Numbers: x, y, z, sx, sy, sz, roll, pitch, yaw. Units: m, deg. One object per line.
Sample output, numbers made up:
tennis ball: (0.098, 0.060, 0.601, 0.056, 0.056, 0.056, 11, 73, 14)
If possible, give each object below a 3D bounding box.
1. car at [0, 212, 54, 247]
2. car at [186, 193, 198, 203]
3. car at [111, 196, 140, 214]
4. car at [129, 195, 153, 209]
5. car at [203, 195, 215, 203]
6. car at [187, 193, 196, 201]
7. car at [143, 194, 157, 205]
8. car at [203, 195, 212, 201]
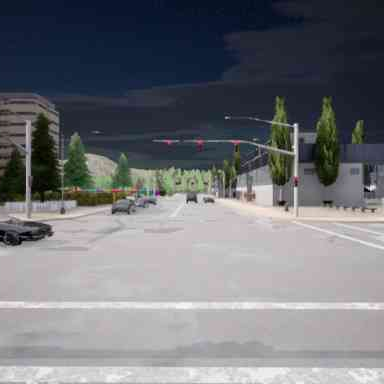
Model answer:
car: (-8.943, 1.546, 14.426, 5.357, 1.411, 2.033, 0, 0, 1)
car: (-0.037, 1.214, 66.181, 2.150, 2.045, 5.566, 0, 0, 0)
car: (-7.137, 1.501, 35.034, 1.837, 1.490, 4.892, 0, 0, 1)
car: (-7.114, 1.486, 45.482, 2.128, 1.511, 4.902, 0, 0, 0)
car: (3.462, 1.593, 66.557, 1.895, 1.301, 4.718, 0, 0, 0)
car: (-0.043, 1.201, 76.803, 2.097, 1.767, 4.553, 0, 0, 0)
car: (-7.110, 1.541, 57.370, 2.033, 1.411, 5.357, 0, 0, 0)
car: (3.457, 1.441, 76.865, 1.895, 1.301, 4.718, 0, 0, 0)
